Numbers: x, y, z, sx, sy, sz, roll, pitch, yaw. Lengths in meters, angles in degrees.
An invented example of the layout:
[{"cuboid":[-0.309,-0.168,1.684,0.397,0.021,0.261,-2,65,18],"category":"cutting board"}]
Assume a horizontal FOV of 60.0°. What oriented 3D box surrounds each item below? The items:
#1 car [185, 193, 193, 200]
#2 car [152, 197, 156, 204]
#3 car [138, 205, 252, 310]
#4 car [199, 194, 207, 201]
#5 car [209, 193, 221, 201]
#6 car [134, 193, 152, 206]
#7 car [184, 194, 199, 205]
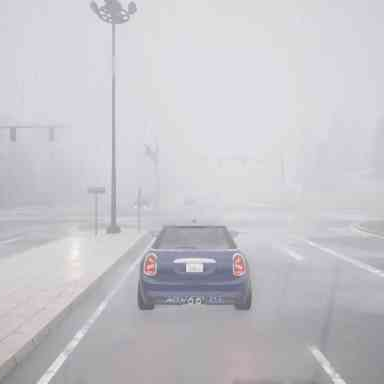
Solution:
[{"cuboid":[-0.942,1.189,95.643,2.150,2.045,5.566,0,0,-1],"category":"car"},{"cuboid":[-8.454,1.564,65.561,1.994,1.385,4.181,0,0,0],"category":"car"},{"cuboid":[0.060,1.352,7.964,2.097,1.767,4.553,0,0,0],"category":"car"},{"cuboid":[2.736,1.513,85.350,1.812,1.442,4.674,0,0,-1],"category":"car"},{"cuboid":[6.241,1.215,85.084,2.150,2.045,5.566,0,0,-1],"category":"car"},{"cuboid":[-8.334,1.352,55.615,2.097,1.767,4.553,0,0,-1],"category":"car"},{"cuboid":[-0.235,1.526,54.784,1.812,1.442,4.674,0,0,-1],"category":"car"}]
